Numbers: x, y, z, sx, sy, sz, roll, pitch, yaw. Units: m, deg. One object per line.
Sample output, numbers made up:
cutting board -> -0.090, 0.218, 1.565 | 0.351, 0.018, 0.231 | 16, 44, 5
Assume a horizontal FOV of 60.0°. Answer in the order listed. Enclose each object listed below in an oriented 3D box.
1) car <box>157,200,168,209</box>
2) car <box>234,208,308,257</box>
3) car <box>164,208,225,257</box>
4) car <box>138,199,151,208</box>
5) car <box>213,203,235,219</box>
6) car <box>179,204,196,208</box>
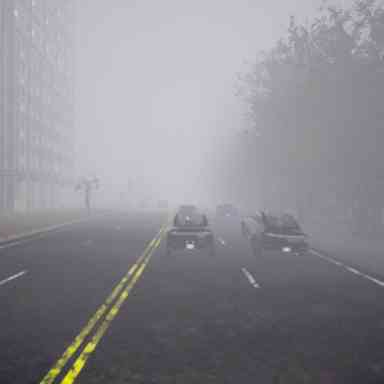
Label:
car -> -5.128, 2.085, 58.402 | 1.882, 1.535, 5.008 | 0, -1, -3
car -> 3.212, 1.511, 13.579 | 2.128, 1.511, 4.902 | 5, 5, 0
car -> -0.070, 1.634, 13.562 | 2.128, 1.511, 4.902 | 0, 0, 0
car -> -8.428, 1.968, 59.260 | 2.097, 1.767, 4.553 | 0, -1, -3
car -> 2.793, 1.724, 29.404 | 1.882, 1.535, 5.008 | -5, 0, -1
car -> -0.406, 1.803, 28.579 | 1.837, 1.490, 4.892 | 0, 0, -1
